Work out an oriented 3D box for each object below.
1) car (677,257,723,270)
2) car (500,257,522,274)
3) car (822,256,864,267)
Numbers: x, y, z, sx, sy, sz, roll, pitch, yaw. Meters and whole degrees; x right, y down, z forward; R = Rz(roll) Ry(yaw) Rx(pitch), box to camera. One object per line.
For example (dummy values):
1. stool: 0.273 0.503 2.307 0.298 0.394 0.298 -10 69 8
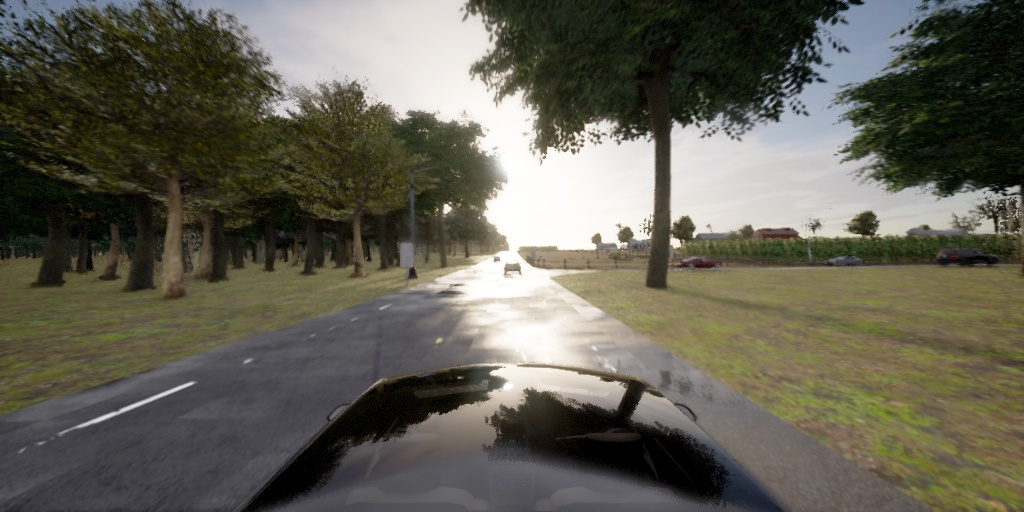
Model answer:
1. car: 22.552 0.846 42.995 5.008 1.535 1.882 -1 -1 0
2. car: 0.072 1.180 39.914 2.128 1.511 4.902 -1 1 0
3. car: 42.457 0.708 46.000 4.181 1.385 1.994 -1 -1 0
